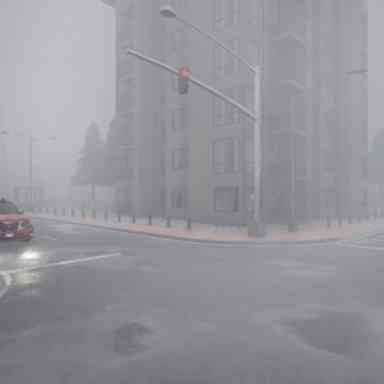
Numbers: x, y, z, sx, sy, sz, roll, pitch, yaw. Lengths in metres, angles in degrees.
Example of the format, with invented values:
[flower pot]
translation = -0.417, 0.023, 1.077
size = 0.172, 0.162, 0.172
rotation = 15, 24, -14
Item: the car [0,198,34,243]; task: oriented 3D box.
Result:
[car]
translation = -9.373, 1.347, 15.515
size = 5.566, 2.045, 2.150
rotation = 2, 1, 45
